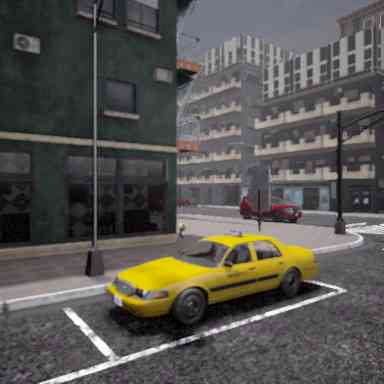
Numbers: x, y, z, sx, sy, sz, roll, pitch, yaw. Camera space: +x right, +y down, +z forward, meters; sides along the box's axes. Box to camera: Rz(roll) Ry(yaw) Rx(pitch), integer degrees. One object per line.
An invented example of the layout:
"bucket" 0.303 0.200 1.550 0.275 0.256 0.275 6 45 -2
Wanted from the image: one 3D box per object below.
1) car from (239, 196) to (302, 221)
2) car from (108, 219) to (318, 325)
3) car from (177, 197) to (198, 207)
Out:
"car" 5.711 1.243 24.854 2.192 1.841 5.009 0 0 -36
"car" 0.706 1.520 7.063 4.829 1.417 1.752 0 0 -35
"car" -0.785 1.436 48.125 1.802 1.307 4.206 0 0 -36
